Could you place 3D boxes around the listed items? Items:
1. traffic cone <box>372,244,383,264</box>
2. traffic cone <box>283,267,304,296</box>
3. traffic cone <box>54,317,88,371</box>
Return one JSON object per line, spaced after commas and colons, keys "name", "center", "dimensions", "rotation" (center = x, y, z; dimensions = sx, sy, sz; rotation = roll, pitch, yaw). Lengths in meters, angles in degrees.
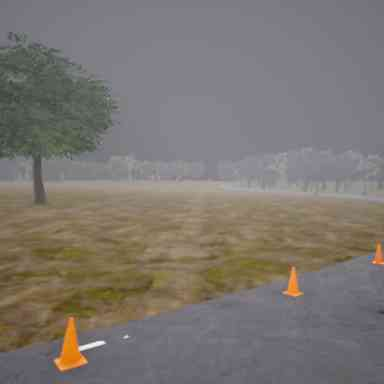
{"name": "traffic cone", "center": [5.938, 1.959, 10.546], "dimensions": [0.340, 0.580, 0.340], "rotation": [0, 0, -42]}
{"name": "traffic cone", "center": [2.252, 1.953, 7.366], "dimensions": [0.340, 0.580, 0.340], "rotation": [0, 0, -39]}
{"name": "traffic cone", "center": [-1.587, 1.944, 4.373], "dimensions": [0.340, 0.580, 0.340], "rotation": [0, 0, -37]}
